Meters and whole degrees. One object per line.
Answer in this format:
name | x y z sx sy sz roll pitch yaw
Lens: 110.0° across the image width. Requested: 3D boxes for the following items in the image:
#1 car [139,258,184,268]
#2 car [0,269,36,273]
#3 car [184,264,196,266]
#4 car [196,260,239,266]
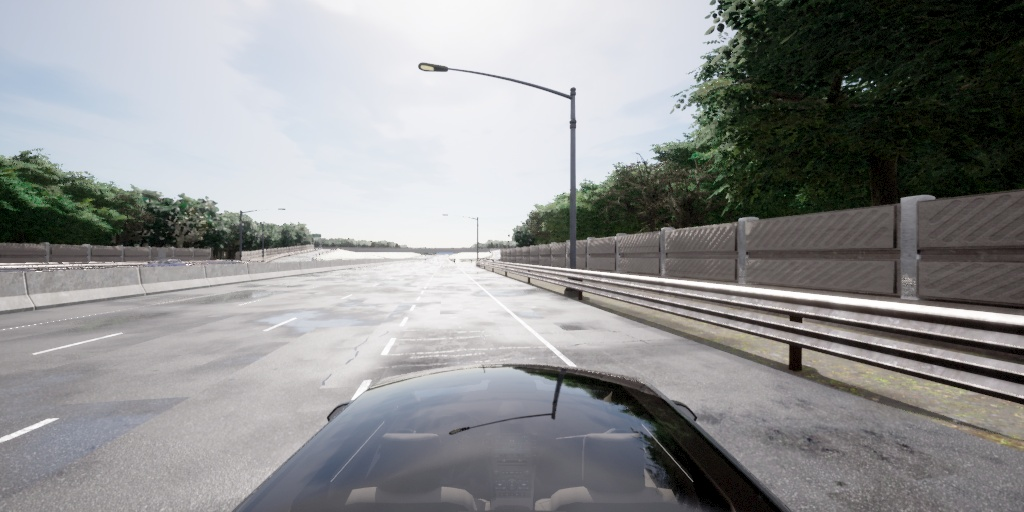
car | -39.043 1.131 40.088 2.097 1.767 4.553 0 0 -10
car | -24.076 1.315 16.849 1.994 1.385 4.181 0 0 -11
car | -35.984 1.261 42.824 1.882 1.535 5.008 0 0 -10
car | -31.819 1.284 39.491 1.837 1.490 4.892 0 -1 -10
